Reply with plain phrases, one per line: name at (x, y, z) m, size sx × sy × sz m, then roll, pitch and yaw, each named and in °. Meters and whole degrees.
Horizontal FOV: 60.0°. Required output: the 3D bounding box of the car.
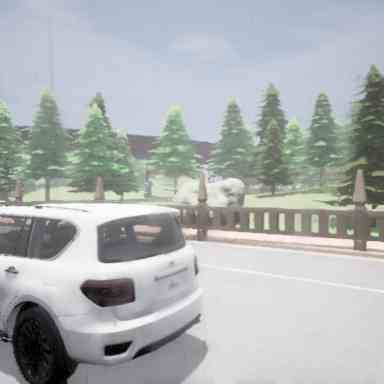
car at (-2.500, 1.190, 5.450) m, size 5.566 × 2.045 × 2.150 m, roll 0°, pitch 0°, yaw 32°
